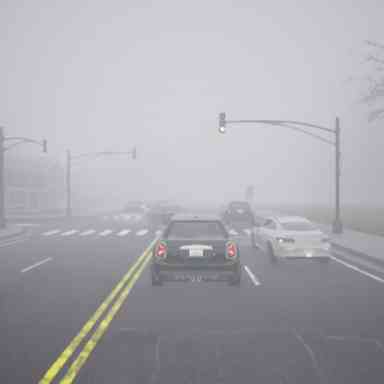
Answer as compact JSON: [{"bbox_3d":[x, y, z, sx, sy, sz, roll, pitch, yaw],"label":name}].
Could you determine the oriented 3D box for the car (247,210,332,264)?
[{"bbox_3d":[3.348,1.566,11.851,1.812,1.442,4.674,0,0,0],"label":"car"}]

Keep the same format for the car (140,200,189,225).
[{"bbox_3d":[-1.641,1.549,21.611,1.882,1.535,5.008,1,0,-24],"label":"car"}]

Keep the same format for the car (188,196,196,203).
[{"bbox_3d":[0.012,1.747,79.108,2.128,1.511,4.902,0,0,0],"label":"car"}]

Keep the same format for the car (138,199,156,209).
[{"bbox_3d":[-6.577,1.710,48.795,1.994,1.385,4.181,0,0,1],"label":"car"}]

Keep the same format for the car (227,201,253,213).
[{"bbox_3d":[3.348,1.434,25.097,2.097,1.767,4.553,0,0,0],"label":"car"}]

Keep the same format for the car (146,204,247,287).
[{"bbox_3d":[0.096,1.385,9.547,2.097,1.767,4.553,0,0,0],"label":"car"}]

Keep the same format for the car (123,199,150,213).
[{"bbox_3d":[-6.582,1.668,38.812,2.033,1.411,5.357,0,0,1],"label":"car"}]

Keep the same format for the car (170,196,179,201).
[{"bbox_3d":[-3.337,1.669,47.976,1.812,1.442,4.674,0,0,1],"label":"car"}]

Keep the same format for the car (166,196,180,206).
[{"bbox_3d":[-3.286,1.521,58.045,2.097,1.767,4.553,0,0,1],"label":"car"}]

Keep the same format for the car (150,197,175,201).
[{"bbox_3d":[-3.342,1.624,37.994,1.837,1.490,4.892,0,0,0],"label":"car"}]
